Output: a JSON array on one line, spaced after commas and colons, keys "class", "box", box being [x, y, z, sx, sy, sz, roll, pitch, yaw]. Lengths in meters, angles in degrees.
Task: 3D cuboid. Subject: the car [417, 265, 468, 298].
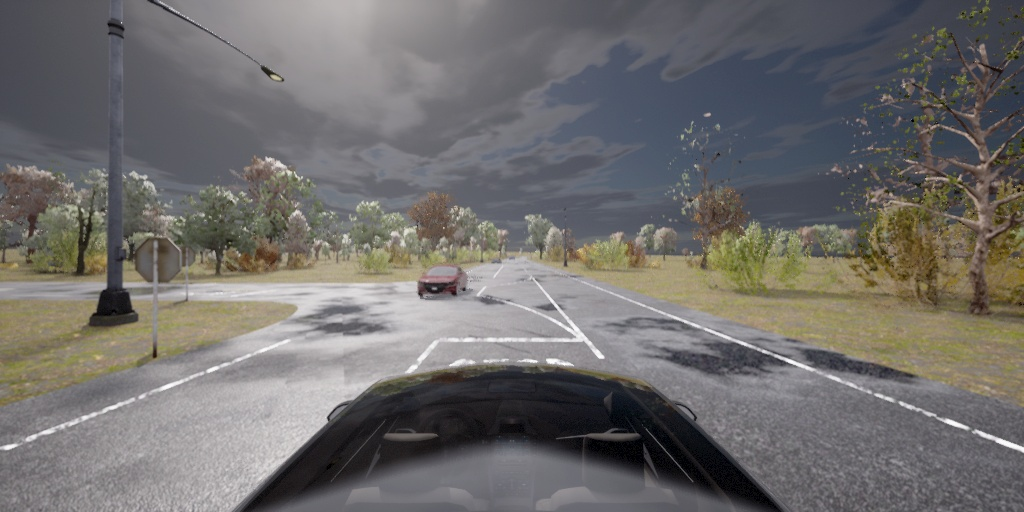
[{"class": "car", "box": [-3.467, 1.197, 18.605, 1.882, 1.535, 5.008, 0, 0, 0]}]
